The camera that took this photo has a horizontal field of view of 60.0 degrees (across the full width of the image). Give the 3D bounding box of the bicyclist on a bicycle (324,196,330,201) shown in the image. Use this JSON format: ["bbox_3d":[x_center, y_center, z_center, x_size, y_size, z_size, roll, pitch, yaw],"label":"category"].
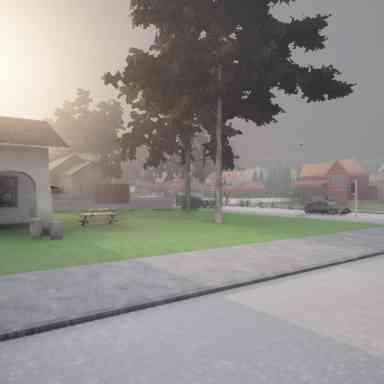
[{"bbox_3d":[16.758,1.349,41.316,1.656,1.620,0.582,0,0,-36],"label":"bicyclist on a bicycle"}]

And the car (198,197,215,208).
[{"bbox_3d":[1.663,1.477,47.945,1.882,1.535,5.008,0,0,-36],"label":"car"}]

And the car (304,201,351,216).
[{"bbox_3d":[13.019,1.564,32.129,1.994,1.385,4.181,0,0,-36],"label":"car"}]

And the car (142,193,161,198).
[{"bbox_3d":[-8.402,1.221,69.123,2.150,2.045,5.566,0,0,-36],"label":"car"}]
